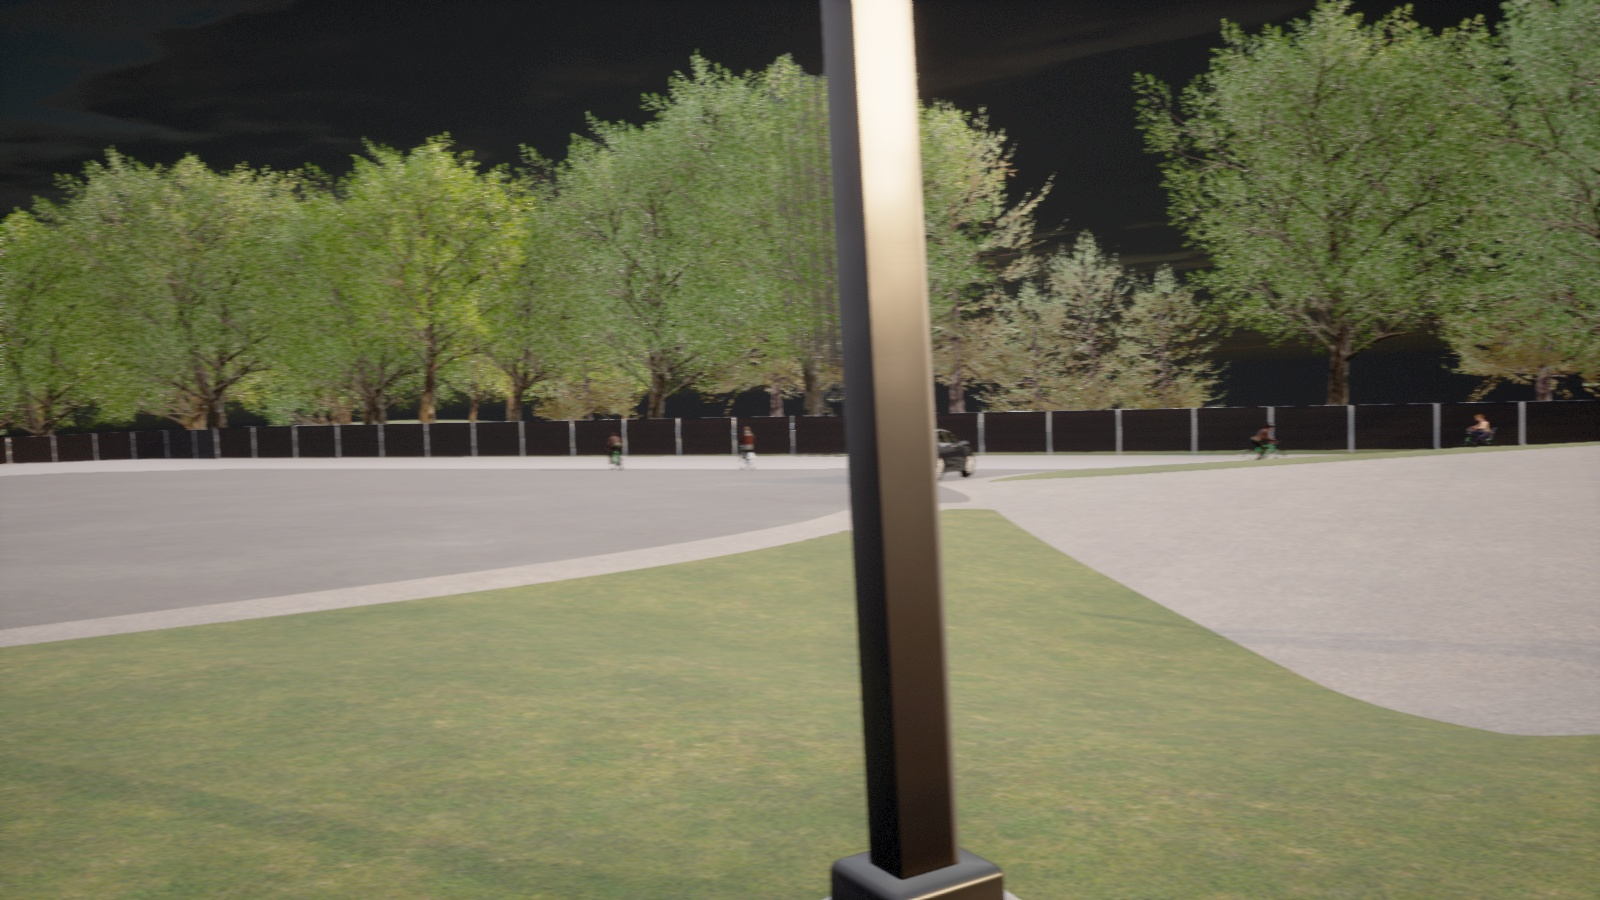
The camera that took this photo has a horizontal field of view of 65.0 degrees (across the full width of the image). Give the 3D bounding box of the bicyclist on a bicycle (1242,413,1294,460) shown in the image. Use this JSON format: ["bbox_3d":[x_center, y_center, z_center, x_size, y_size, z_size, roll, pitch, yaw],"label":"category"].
[{"bbox_3d":[17.460,-0.514,46.865,1.656,1.620,0.582,-3,4,-2],"label":"bicyclist on a bicycle"}]

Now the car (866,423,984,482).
[{"bbox_3d":[3.728,0.037,36.486,1.837,1.490,4.892,-3,0,25],"label":"car"}]
